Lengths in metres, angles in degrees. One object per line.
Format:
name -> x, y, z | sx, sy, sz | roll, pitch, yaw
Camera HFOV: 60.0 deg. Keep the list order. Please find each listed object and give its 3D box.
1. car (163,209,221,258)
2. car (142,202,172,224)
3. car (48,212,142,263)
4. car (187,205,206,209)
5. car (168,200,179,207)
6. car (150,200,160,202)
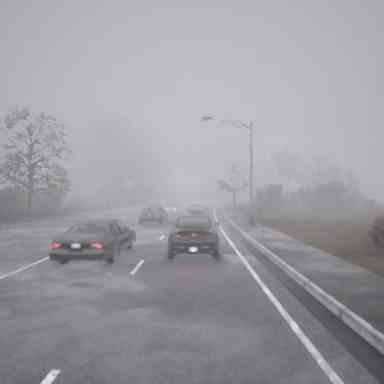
car -> 0.093, 1.655, 13.416 | 1.837, 1.490, 4.892 | 0, 0, 1
car -> -3.117, 1.849, 27.419 | 2.033, 1.411, 5.357 | 0, -1, 2
car -> -3.432, 1.685, 12.454 | 2.033, 1.411, 5.357 | 0, -1, 1
car -> 0.449, 1.840, 28.689 | 1.812, 1.442, 4.674 | 0, 0, 3
car -> -3.920, 2.321, 65.855 | 1.895, 1.301, 4.718 | 0, -1, 6
car -> -7.422, 2.267, 66.024 | 2.033, 1.411, 5.357 | 0, -1, 6
